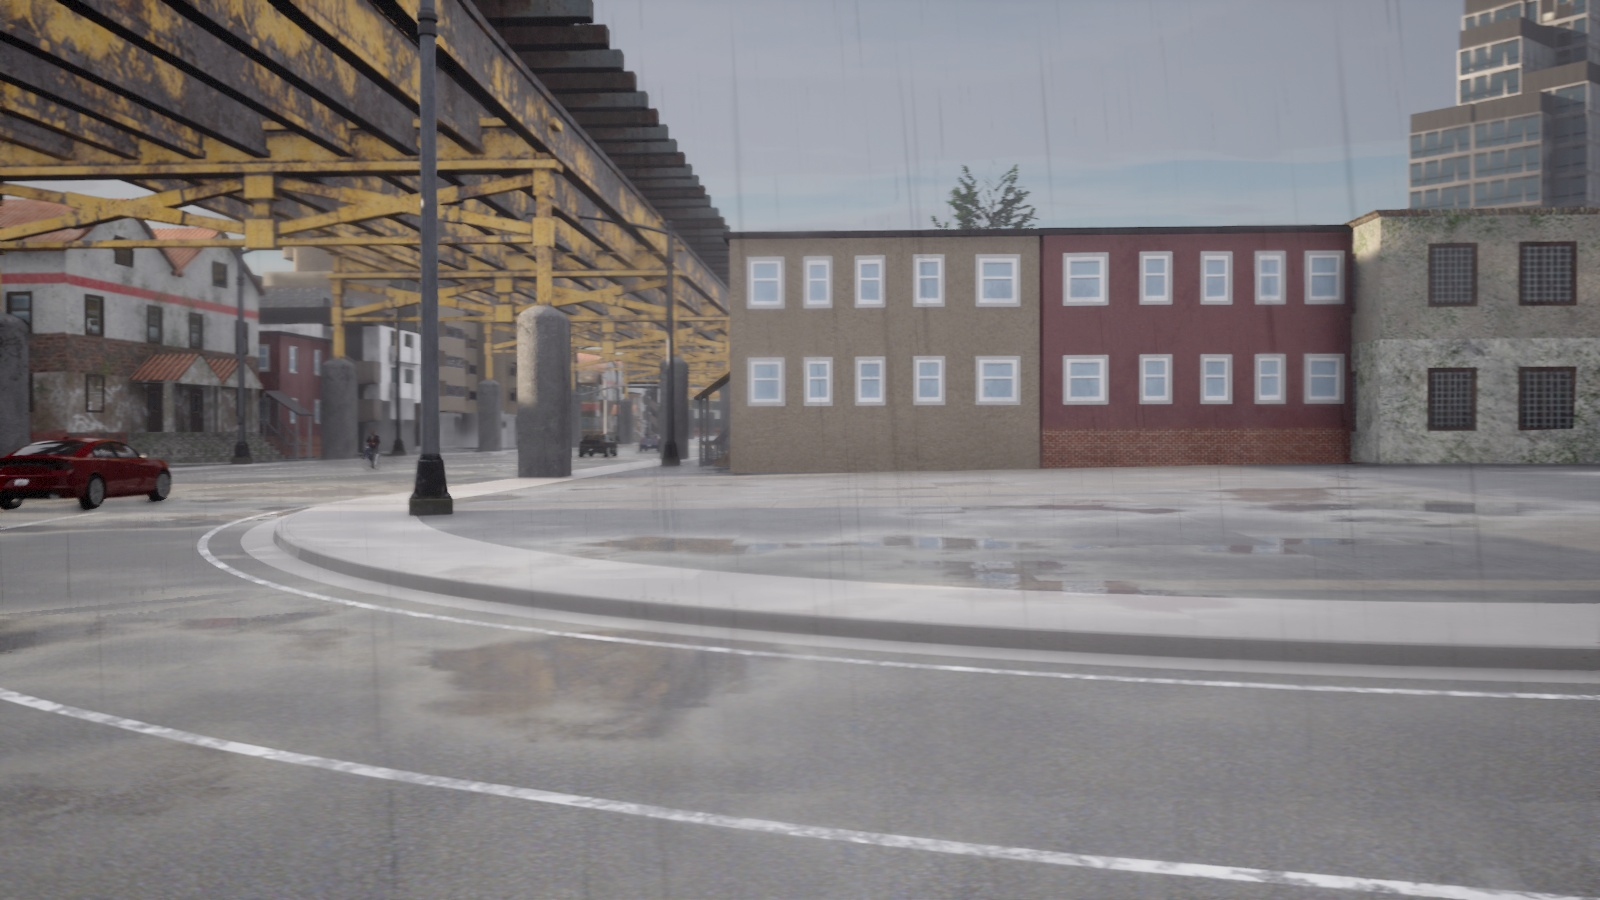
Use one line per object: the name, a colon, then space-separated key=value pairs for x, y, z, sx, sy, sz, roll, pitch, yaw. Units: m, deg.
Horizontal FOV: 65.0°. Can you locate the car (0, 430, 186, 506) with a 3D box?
car: x=-15.743 y=0.338 z=27.897 sx=1.882 sy=1.535 sz=5.008 roll=0 pitch=1 yaw=-2

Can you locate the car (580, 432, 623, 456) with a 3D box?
car: x=-12.892 y=-0.395 z=81.836 sx=1.837 sy=1.490 sz=4.892 roll=0 pitch=1 yaw=3
